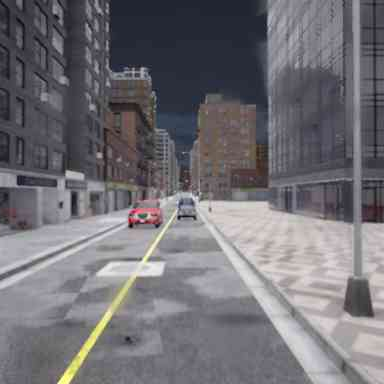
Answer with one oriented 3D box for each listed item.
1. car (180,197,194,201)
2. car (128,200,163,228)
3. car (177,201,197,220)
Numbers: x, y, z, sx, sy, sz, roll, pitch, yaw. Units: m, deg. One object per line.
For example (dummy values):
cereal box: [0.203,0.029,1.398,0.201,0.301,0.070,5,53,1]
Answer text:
car: [-0.681,1.699,43.188,2.150,2.045,5.566,0,0,-1]
car: [-3.391,1.609,25.176,2.150,2.045,5.566,0,-1,-1]
car: [-0.485,1.934,32.452,2.033,1.411,5.357,0,-1,-1]
